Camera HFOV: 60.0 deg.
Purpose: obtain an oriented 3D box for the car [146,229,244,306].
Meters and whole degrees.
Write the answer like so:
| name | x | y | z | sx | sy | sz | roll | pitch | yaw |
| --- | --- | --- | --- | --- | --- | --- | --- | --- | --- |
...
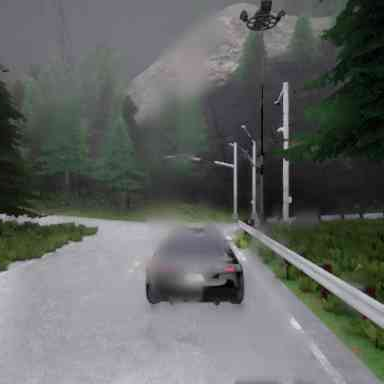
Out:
| name | x | y | z | sx | sy | sz | roll | pitch | yaw |
| --- | --- | --- | --- | --- | --- | --- | --- | --- | --- |
| car | 0.080 | 1.584 | 8.174 | 1.994 | 1.385 | 4.181 | 0 | 0 | 1 |
